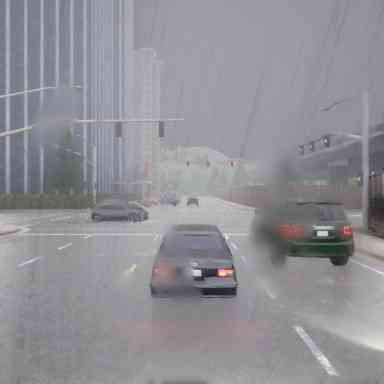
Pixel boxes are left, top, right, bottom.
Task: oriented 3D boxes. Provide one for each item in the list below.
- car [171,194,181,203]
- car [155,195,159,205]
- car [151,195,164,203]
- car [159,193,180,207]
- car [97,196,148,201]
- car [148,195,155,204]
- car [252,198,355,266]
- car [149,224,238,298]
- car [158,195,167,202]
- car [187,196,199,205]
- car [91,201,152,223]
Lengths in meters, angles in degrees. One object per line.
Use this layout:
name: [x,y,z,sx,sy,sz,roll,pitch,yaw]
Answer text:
car: [-3.475,1.355,72.598,2.097,1.767,4.553,0,0,0]
car: [-7.059,1.352,58.134,2.097,1.767,4.553,0,0,0]
car: [-6.990,1.491,68.071,2.128,1.511,4.902,0,0,0]
car: [-3.570,1.221,52.869,2.150,2.045,5.566,0,0,0]
car: [-6.862,1.381,30.754,4.553,1.767,2.097,0,0,-27]
car: [-7.075,1.504,48.942,1.837,1.490,4.892,0,0,0]
car: [3.575,1.221,11.716,2.150,2.045,5.566,0,0,1]
car: [0.058,1.547,8.683,2.033,1.411,5.357,0,0,1]
car: [-6.974,1.516,78.309,1.812,1.442,4.674,0,0,0]
car: [0.120,1.504,58.112,1.837,1.490,4.892,0,0,0]
car: [-5.435,1.590,25.045,4.181,1.385,1.994,0,0,0]
